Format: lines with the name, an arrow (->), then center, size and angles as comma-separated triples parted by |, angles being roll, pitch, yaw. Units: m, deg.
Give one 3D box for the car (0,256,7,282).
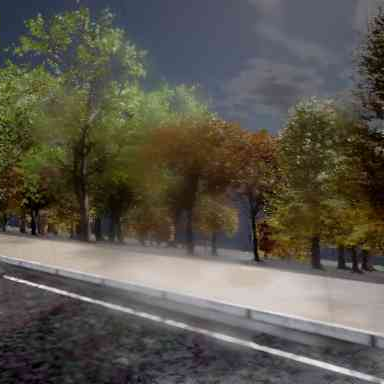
car -> -6.781, 1.663, 8.423 | 5.357, 1.411, 2.033 | -1, 0, 36
